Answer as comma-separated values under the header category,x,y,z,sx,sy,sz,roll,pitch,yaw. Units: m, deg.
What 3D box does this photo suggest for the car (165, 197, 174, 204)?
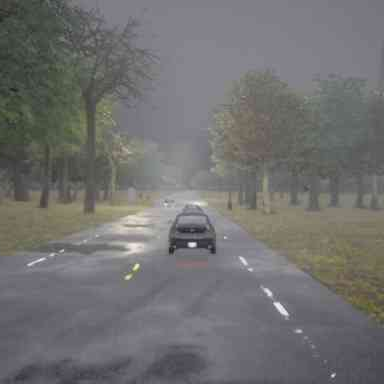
category,x,y,z,sx,sy,sz,roll,pitch,yaw
car,-4.922,1.797,72.441,1.812,1.442,4.674,0,0,-7

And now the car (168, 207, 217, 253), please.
category,x,y,z,sx,sy,sz,roll,pitch,yaw
car,0.016,1.638,14.303,1.837,1.490,4.892,0,0,0

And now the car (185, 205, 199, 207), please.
category,x,y,z,sx,sy,sz,roll,pitch,yaw
car,0.032,1.816,29.290,1.994,1.385,4.181,0,0,0
